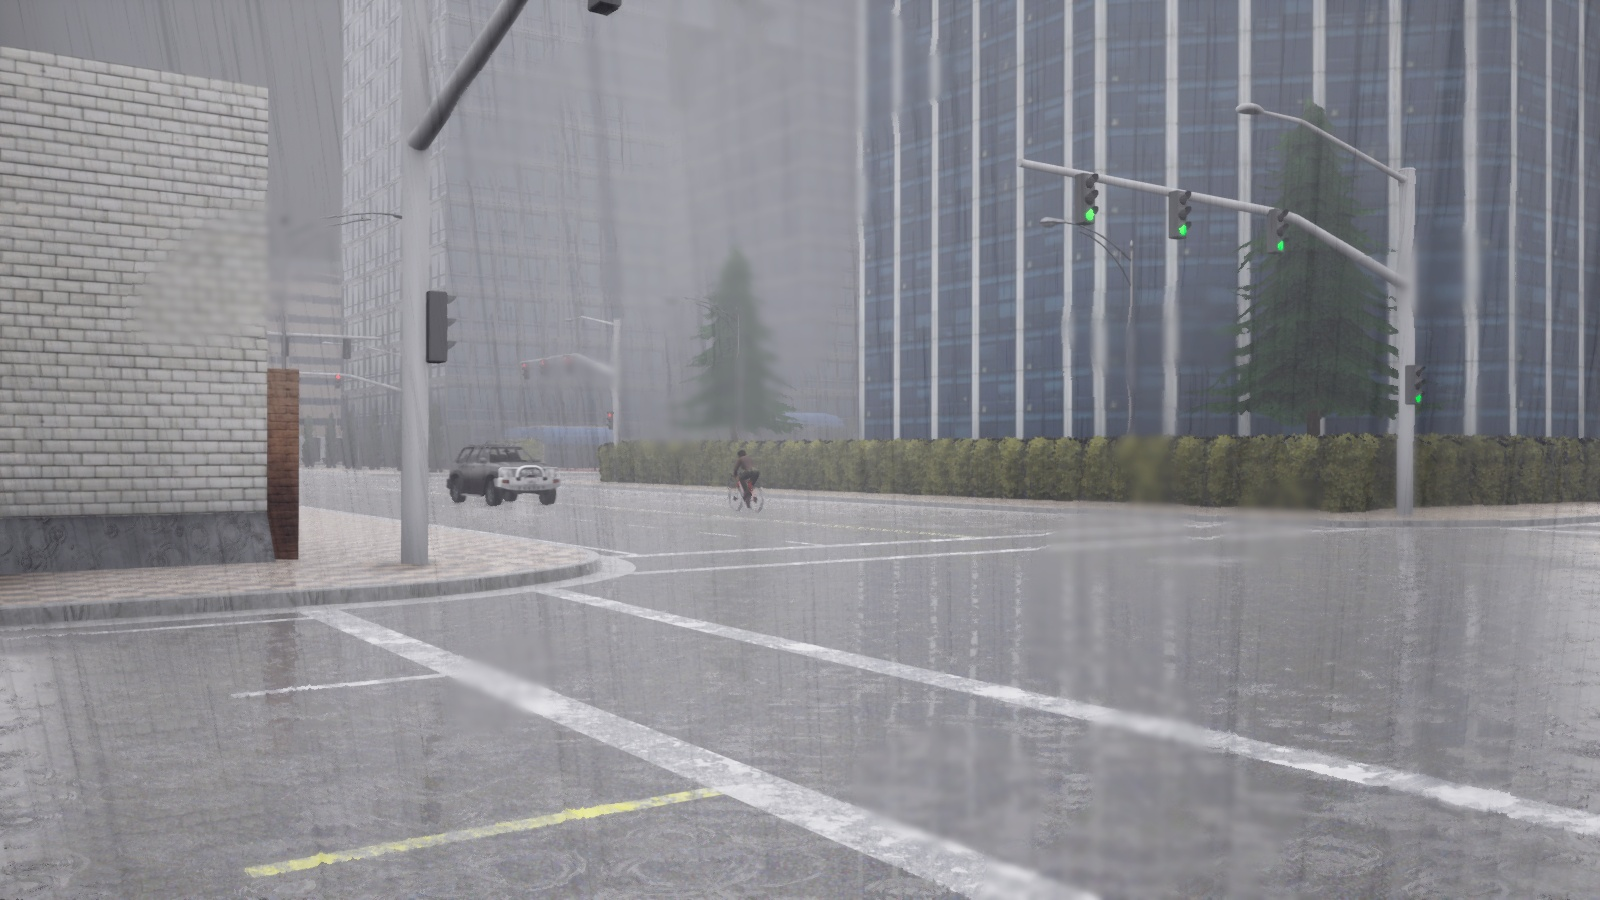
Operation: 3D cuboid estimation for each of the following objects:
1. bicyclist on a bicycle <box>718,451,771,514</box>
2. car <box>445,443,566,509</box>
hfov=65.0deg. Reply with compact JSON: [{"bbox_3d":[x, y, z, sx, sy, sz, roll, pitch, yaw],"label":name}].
[{"bbox_3d":[-1.472,0.837,32.876,0.582,1.620,1.656,0,0,-35],"label":"bicyclist on a bicycle"},{"bbox_3d":[-8.803,0.727,37.246,1.932,1.855,4.605,0,0,-35],"label":"car"}]
